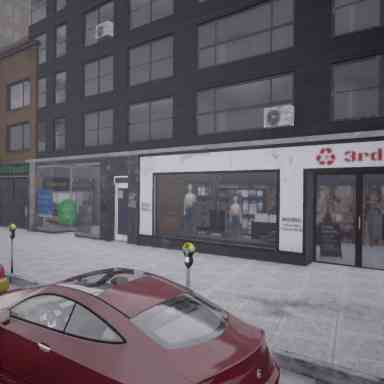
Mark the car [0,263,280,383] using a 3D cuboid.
[{"bbox_3d":[-1.118,1.581,3.866,4.206,1.307,1.802,0,1,35],"label":"car"}]
